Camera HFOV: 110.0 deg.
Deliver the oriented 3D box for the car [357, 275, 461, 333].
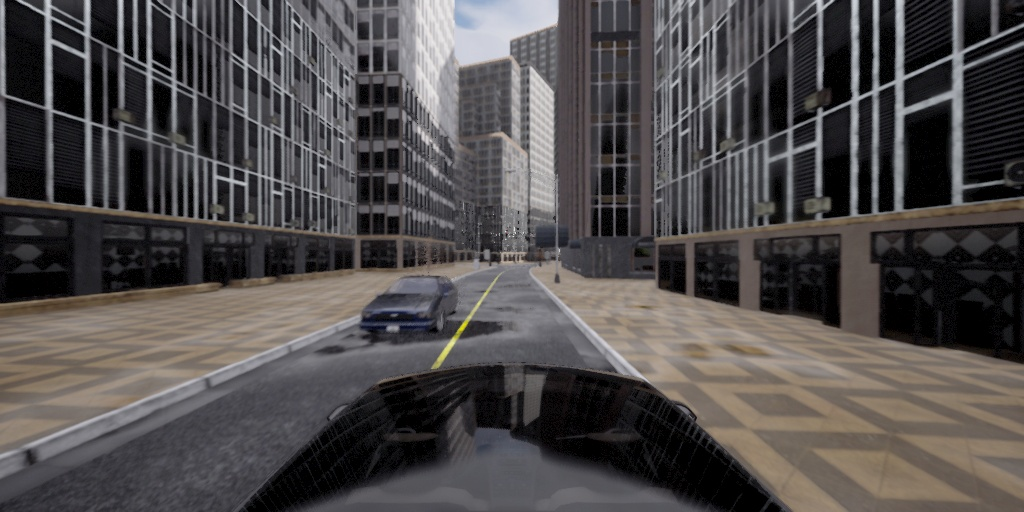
[{"bbox_3d":[-2.752,1.293,10.964,2.033,1.411,5.357,0,0,0],"label":"car"}]
